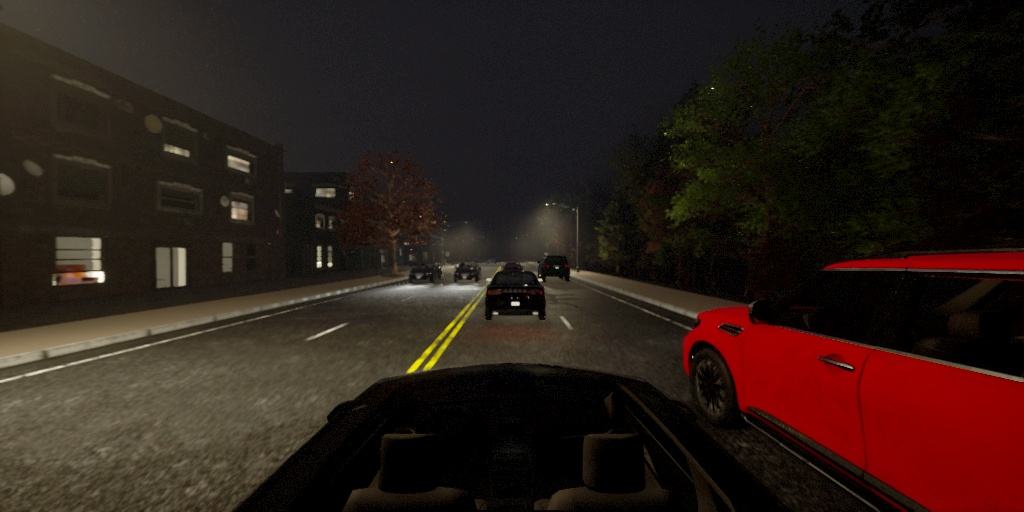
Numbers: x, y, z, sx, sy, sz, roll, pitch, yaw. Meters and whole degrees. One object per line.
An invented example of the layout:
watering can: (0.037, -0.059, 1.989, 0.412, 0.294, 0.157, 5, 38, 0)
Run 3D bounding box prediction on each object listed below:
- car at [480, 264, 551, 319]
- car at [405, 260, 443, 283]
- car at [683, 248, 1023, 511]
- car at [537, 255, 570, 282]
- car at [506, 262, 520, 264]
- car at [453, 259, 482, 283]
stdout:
car: (0.102, 1.226, 12.801, 1.882, 1.535, 5.008, 0, 0, 0)
car: (-6.612, 1.237, 27.897, 2.128, 1.511, 4.902, 0, 0, 0)
car: (3.361, 0.972, 2.460, 2.150, 2.045, 5.566, 0, 0, 0)
car: (3.338, 0.967, 29.347, 2.150, 2.045, 5.566, 0, 0, 0)
car: (0.073, 1.271, 31.021, 1.812, 1.442, 4.674, 0, 0, 0)
car: (-3.363, 1.237, 27.949, 2.128, 1.511, 4.902, 0, 0, 0)
